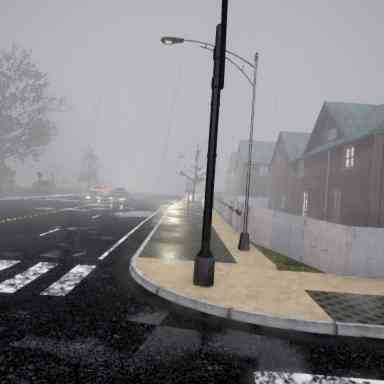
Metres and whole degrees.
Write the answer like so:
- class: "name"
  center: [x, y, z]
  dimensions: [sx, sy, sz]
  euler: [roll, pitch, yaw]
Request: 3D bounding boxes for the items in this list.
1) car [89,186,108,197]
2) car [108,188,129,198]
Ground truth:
- class: "car"
  center: [-13.964, -0.179, 50.058]
  dimensions: [1.882, 1.535, 5.008]
  euler: [4, 1, 1]
- class: "car"
  center: [-10.726, 0.090, 49.963]
  dimensions: [1.812, 1.442, 4.674]
  euler: [4, 1, 1]
